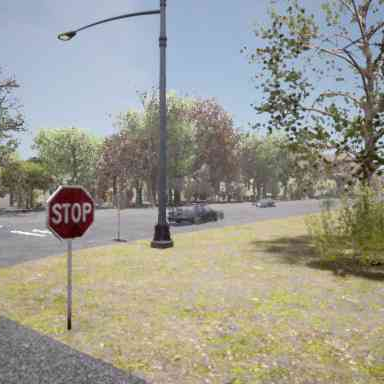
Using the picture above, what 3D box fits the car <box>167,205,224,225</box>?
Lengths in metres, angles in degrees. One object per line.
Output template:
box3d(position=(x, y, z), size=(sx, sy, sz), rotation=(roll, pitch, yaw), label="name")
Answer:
box3d(position=(0.382, 1.666, 25.582), size=(2.033, 1.411, 5.357), rotation=(0, 0, 36), label="car")

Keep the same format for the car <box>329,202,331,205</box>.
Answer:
box3d(position=(25.101, 1.849, 59.944), size=(1.837, 1.490, 4.892), rotation=(1, 0, 33), label="car")

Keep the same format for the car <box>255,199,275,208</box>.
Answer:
box3d(position=(11.632, 1.819, 52.833), size=(2.128, 1.511, 4.902), rotation=(0, 1, 36), label="car")
